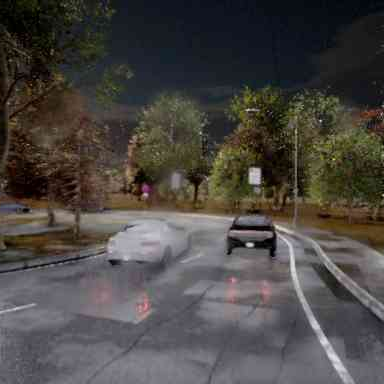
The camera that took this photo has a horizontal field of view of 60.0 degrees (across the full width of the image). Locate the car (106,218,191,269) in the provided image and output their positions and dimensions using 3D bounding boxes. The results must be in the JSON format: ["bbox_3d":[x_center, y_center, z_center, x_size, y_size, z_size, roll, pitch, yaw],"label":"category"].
[{"bbox_3d":[-1.323,1.643,11.633,1.812,1.442,4.674,0,-1,13],"label":"car"}]

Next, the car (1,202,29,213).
[{"bbox_3d":[-21.621,1.828,39.324,4.181,1.385,1.994,1,-1,-6],"label":"car"}]

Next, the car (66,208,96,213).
[{"bbox_3d":[-13.125,1.902,41.946,5.357,1.411,2.033,0,-1,15],"label":"car"}]

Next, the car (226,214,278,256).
[{"bbox_3d":[2.546,1.663,14.055,2.128,1.511,4.902,0,-1,12],"label":"car"}]
